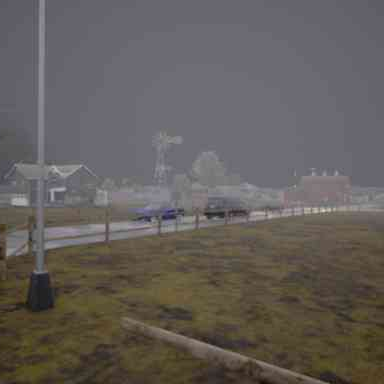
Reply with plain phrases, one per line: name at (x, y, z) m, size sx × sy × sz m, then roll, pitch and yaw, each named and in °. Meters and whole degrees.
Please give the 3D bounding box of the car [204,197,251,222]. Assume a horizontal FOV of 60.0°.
car at (3.239, 1.454, 29.361) m, size 2.150 × 2.045 × 5.566 m, roll 1°, pitch 0°, yaw 35°

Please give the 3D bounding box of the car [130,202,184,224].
car at (-2.655, 1.577, 26.074) m, size 1.882 × 1.535 × 5.008 m, roll 1°, pitch 0°, yaw 35°

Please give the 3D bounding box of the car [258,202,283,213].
car at (10.674, 2.061, 45.001) m, size 1.895 × 1.301 × 4.718 m, roll 1°, pitch 0°, yaw 36°
